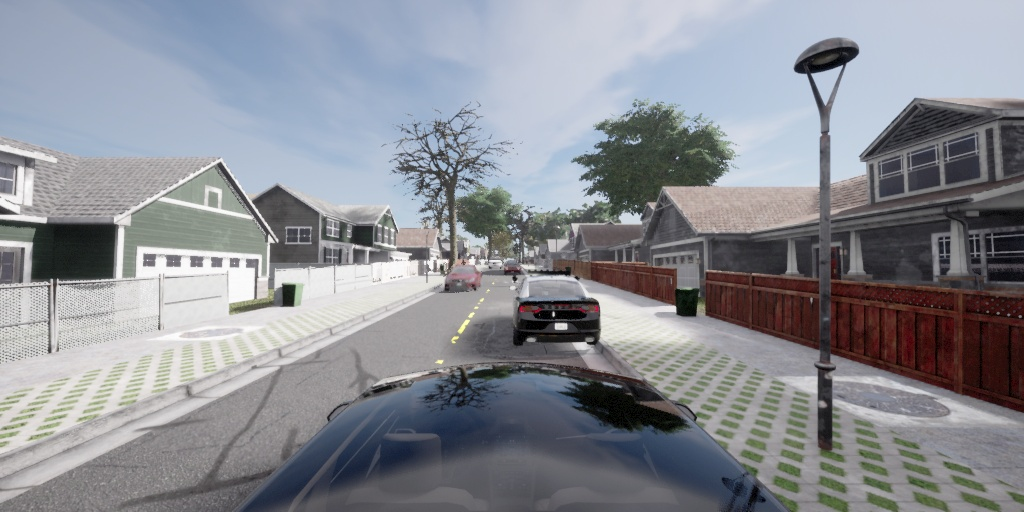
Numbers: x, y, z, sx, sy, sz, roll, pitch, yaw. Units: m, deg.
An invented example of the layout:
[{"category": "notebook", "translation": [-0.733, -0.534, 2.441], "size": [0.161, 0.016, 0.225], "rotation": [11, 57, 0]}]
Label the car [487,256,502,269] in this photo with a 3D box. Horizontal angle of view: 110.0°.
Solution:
[{"category": "car", "translation": [-2.743, 1.087, 58.429], "size": [2.150, 2.045, 5.566], "rotation": [0, 0, 0]}]

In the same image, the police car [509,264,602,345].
[{"category": "police car", "translation": [0.964, 1.178, 9.624], "size": [1.930, 1.638, 5.238], "rotation": [0, 0, 0]}]

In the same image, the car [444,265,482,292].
[{"category": "car", "translation": [-2.848, 1.280, 21.630], "size": [1.812, 1.442, 4.674], "rotation": [0, 0, 0]}]

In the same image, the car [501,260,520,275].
[{"category": "car", "translation": [0.086, 1.379, 39.520], "size": [1.895, 1.301, 4.718], "rotation": [0, 0, 0]}]
